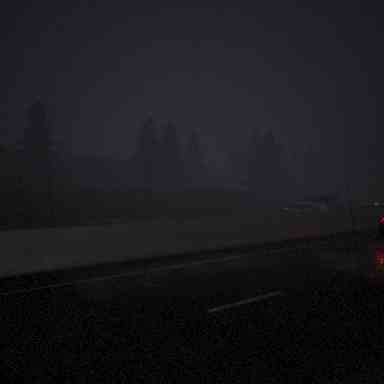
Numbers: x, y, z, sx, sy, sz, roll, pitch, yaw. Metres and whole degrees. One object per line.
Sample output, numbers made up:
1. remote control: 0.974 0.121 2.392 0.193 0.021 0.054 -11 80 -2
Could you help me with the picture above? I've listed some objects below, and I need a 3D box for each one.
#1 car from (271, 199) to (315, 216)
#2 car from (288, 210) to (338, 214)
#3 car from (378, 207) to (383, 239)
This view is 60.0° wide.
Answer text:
1. car: 10.012 1.492 32.849 4.674 1.442 1.812 0 0 -38
2. car: 10.831 1.189 28.980 5.566 2.045 2.150 0 0 -37
3. car: 10.886 1.329 15.827 4.553 1.767 2.097 0 0 -36
